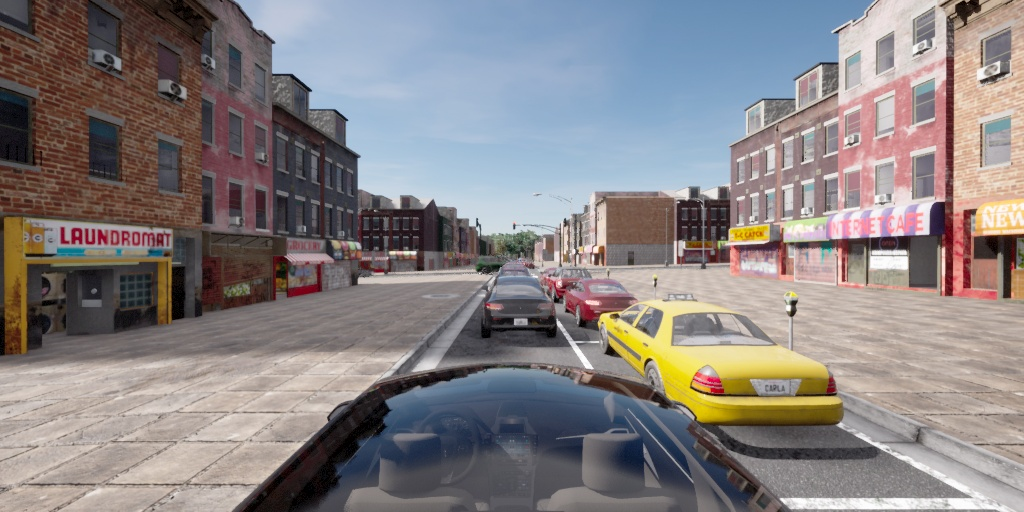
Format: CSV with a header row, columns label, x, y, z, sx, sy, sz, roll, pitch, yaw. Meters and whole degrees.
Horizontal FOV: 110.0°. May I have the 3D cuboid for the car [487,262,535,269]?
label,x,y,z,sx,sy,sz,roll,pitch,yaw
car,0.111,1.248,17.532,2.128,1.511,4.902,0,0,0

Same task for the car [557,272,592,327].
label,x,y,z,sx,sy,sz,roll,pitch,yaw
car,2.650,1.334,11.192,1.802,1.307,4.207,0,0,0

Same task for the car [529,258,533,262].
label,x,y,z,sx,sy,sz,roll,pitch,yaw
car,2.720,1.316,59.465,1.967,1.591,4.097,0,0,0

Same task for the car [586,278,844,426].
label,x,y,z,sx,sy,sz,roll,pitch,yaw
car,2.642,1.275,5.895,1.751,1.417,4.829,0,0,0

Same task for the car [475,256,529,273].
label,x,y,z,sx,sy,sz,roll,pitch,yaw
car,-1.272,1.046,39.673,5.566,2.045,2.150,-1,0,0

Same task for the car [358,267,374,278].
label,x,y,z,sx,sy,sz,roll,pitch,yaw
car,-17.839,1.816,39.658,4.902,1.511,2.128,-2,0,0

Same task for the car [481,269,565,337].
label,x,y,z,sx,sy,sz,roll,pitch,yaw
car,0.118,1.277,10.147,1.812,1.442,4.674,0,0,-2

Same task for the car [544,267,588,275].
label,x,y,z,sx,sy,sz,roll,pitch,yaw
car,2.658,1.195,16.658,1.967,1.591,4.097,0,0,0

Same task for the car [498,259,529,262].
label,x,y,z,sx,sy,sz,roll,pitch,yaw
car,0.101,1.248,27.093,1.882,1.535,5.008,0,0,0
